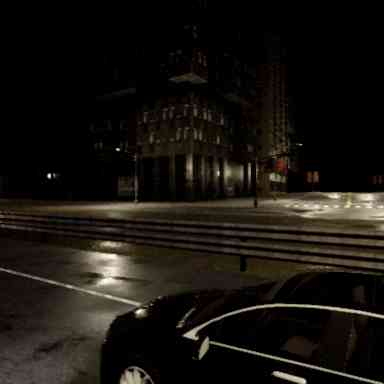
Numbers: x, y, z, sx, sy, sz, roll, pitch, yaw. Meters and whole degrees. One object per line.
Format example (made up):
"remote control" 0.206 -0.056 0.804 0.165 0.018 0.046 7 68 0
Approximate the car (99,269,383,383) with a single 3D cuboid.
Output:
"car" 1.212 1.509 3.004 4.892 1.490 1.837 -1 0 35
